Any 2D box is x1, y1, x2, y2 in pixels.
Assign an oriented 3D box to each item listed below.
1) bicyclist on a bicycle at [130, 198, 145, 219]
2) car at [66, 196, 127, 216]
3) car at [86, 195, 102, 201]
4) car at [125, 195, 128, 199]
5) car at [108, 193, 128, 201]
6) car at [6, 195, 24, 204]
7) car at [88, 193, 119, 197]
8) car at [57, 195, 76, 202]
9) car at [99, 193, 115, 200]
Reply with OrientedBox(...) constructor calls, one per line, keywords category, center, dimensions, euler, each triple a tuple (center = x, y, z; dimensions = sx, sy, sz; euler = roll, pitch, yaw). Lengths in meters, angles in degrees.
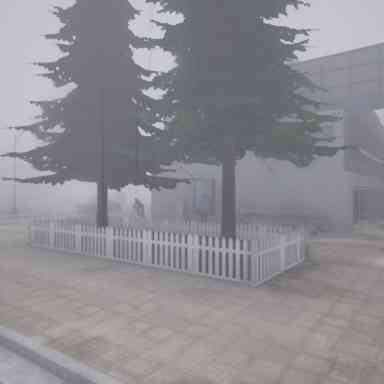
OrientedBox(category="bicyclist on a bicycle", center=(-4.203, 1.287, 25.756), dimensions=(1.656, 1.620, 0.582), euler=(0, 0, 36))
OrientedBox(category="car", center=(-9.021, 1.478, 31.848), dimensions=(2.128, 1.511, 4.902), euler=(0, 0, 36))
OrientedBox(category="car", center=(-23.507, 1.366, 79.752), dimensions=(3.806, 1.475, 1.970), euler=(0, 0, 36))
OrientedBox(category="car", center=(-11.971, 1.080, 51.672), dimensions=(3.866, 1.878, 1.905), euler=(0, 0, 36))
OrientedBox(category="car", center=(-16.633, 1.102, 74.788), dimensions=(4.605, 1.855, 1.932), euler=(0, 0, 36))
OrientedBox(category="car", center=(-30.466, 1.324, 57.091), dimensions=(3.633, 1.501, 1.845), euler=(0, 0, 36))
OrientedBox(category="car", center=(-13.350, 1.100, 49.081), dimensions=(4.605, 1.855, 1.932), euler=(0, 0, 36))
OrientedBox(category="car", center=(-24.546, 1.303, 65.141), dimensions=(4.514, 1.523, 2.007), euler=(0, 0, 36))
OrientedBox(category="car", center=(-21.054, 1.082, 82.079), dimensions=(3.866, 1.878, 1.905), euler=(0, 0, 36))
